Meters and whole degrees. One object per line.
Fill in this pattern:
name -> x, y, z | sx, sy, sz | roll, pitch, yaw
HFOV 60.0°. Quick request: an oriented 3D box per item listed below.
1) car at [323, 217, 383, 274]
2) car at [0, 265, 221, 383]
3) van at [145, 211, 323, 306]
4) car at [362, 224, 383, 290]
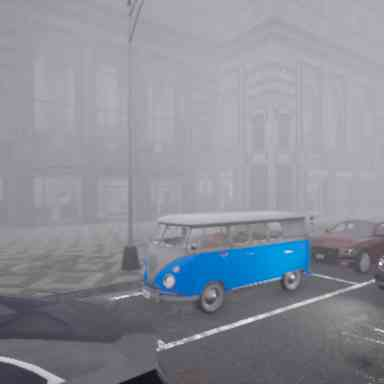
car -> 5.372, 1.528, 10.496 | 4.507, 1.381, 1.887 | 0, 0, -35
car -> -2.399, 1.494, 1.714 | 4.902, 1.511, 2.128 | 0, 0, -38
van -> 0.872, 1.333, 7.290 | 3.998, 1.788, 1.690 | 0, 0, -35
car -> 6.139, 1.510, 7.743 | 4.674, 1.442, 1.812 | 0, 0, -35
